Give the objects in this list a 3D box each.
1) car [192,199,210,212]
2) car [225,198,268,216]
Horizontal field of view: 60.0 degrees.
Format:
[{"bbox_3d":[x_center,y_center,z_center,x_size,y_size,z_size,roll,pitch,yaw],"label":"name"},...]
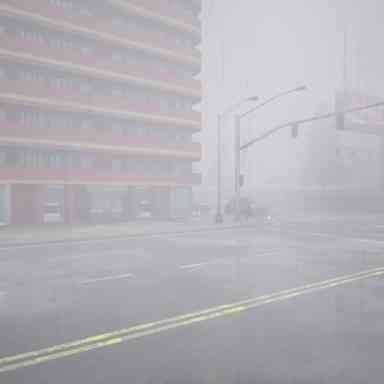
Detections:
[{"bbox_3d":[0.294,1.527,39.835,1.812,1.442,4.674,0,0,-34],"label":"car"},{"bbox_3d":[5.273,1.354,32.412,2.097,1.767,4.553,0,0,-34],"label":"car"}]
